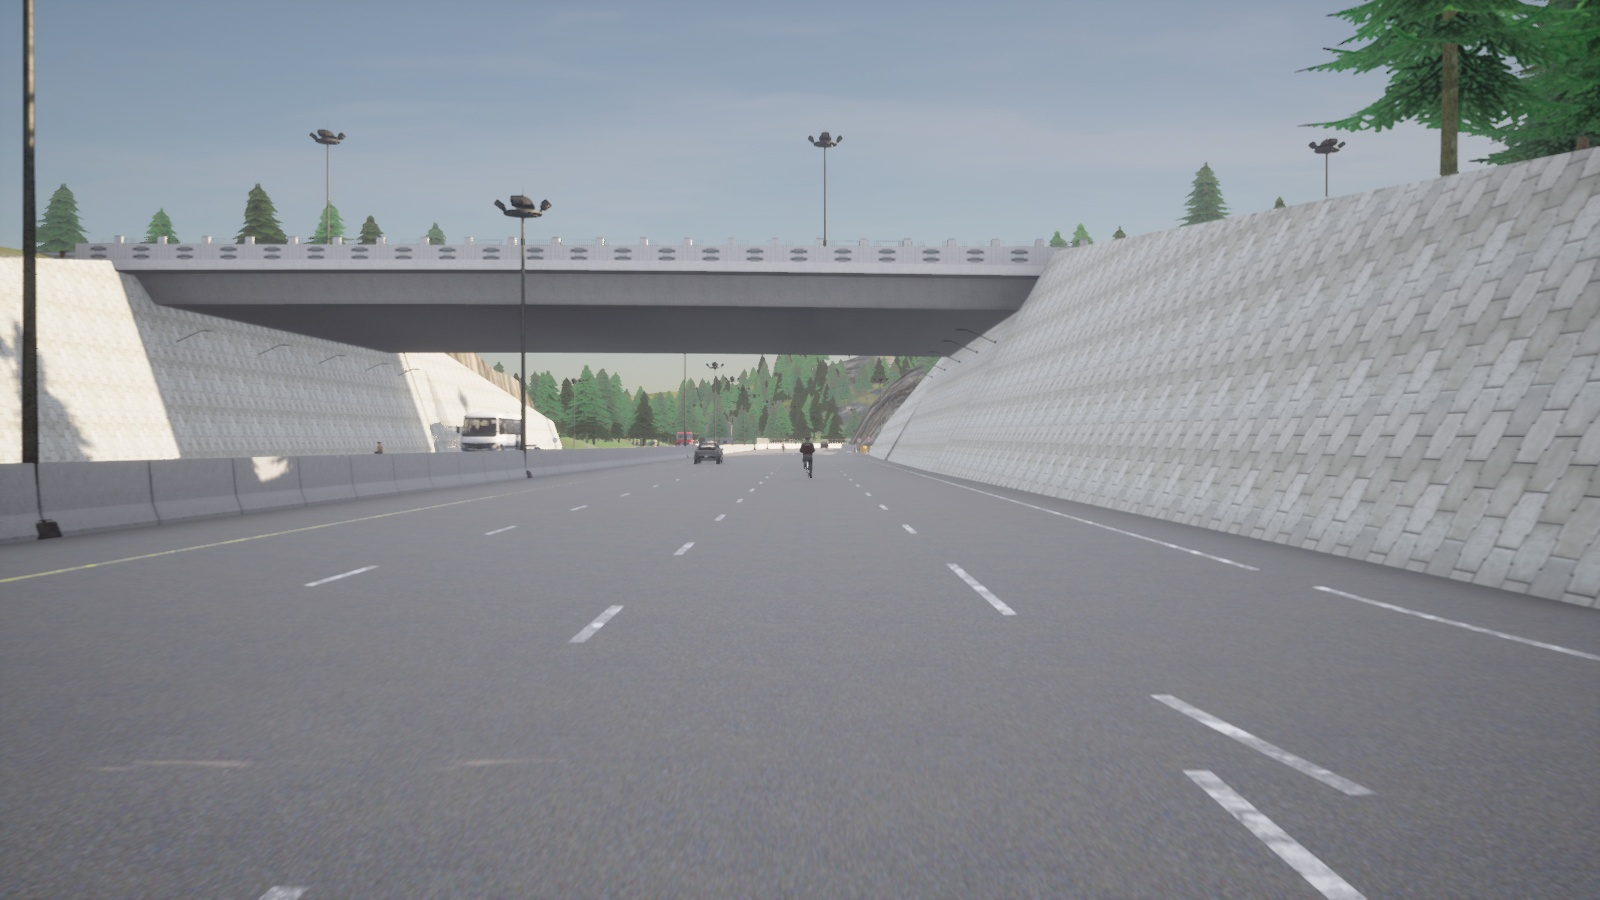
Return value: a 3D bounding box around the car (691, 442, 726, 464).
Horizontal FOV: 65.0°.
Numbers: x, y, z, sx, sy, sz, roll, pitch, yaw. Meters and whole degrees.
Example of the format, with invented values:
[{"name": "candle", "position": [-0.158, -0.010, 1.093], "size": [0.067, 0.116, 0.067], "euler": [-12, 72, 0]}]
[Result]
[{"name": "car", "position": [-6.479, 0.192, 89.722], "size": [2.128, 1.511, 4.902], "euler": [0, 0, 0]}]
